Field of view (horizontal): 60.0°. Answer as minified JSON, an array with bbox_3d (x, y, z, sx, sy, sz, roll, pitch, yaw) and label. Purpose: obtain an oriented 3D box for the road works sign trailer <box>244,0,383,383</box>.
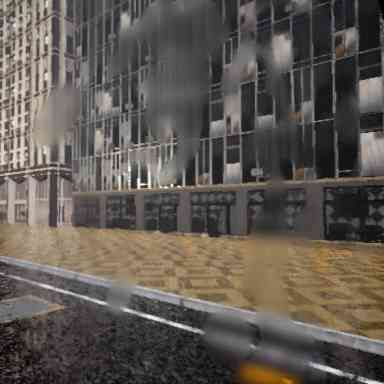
[{"bbox_3d":[1.736,0.586,2.707,2.880,3.560,2.380,-1,-2,37],"label":"road works sign trailer"}]
